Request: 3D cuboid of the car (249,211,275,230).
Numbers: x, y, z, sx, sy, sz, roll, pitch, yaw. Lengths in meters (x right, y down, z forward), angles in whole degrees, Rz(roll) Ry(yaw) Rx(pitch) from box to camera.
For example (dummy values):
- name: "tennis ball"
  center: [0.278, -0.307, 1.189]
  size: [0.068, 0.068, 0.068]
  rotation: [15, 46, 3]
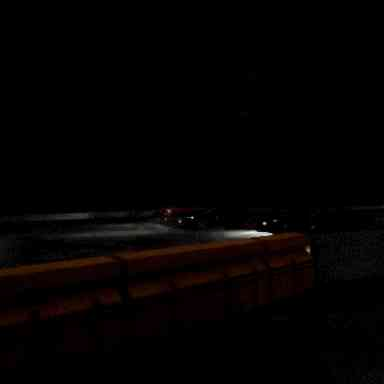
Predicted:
- name: "car"
  center: [5.837, 1.589, 19.716]
  size: [4.181, 1.385, 1.994]
  rotation: [0, 0, -29]

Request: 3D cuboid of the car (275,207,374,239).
- name: "car"
  center: [6.701, 1.502, 16.207]
  size: [5.008, 1.535, 1.882]
  rotation: [0, 0, -29]

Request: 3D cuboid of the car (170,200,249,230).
- name: "car"
  center: [1.414, 1.511, 21.240]
  size: [4.902, 1.511, 2.128]
  rotation: [0, 0, -30]

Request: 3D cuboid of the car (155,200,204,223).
- name: "car"
  center: [-0.392, 1.370, 24.221]
  size: [4.553, 1.767, 2.097]
  rotation: [0, 0, -30]
